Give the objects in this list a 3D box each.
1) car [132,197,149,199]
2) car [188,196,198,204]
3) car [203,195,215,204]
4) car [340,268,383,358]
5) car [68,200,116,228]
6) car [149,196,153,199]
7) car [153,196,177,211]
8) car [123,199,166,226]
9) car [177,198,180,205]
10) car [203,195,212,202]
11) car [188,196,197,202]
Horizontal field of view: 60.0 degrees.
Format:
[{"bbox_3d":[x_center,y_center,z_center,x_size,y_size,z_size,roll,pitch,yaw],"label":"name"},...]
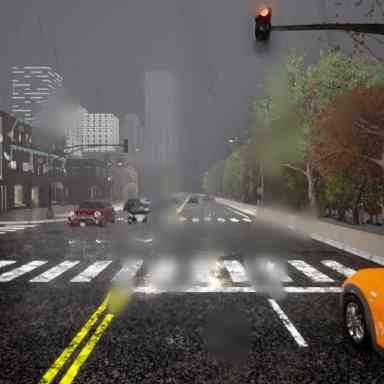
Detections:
[{"bbox_3d":[-6.514,1.465,37.817,1.882,1.535,5.008,0,0,0],"label":"car"},{"bbox_3d":[0.248,1.523,64.421,2.033,1.411,5.357,0,0,1],"label":"car"},{"bbox_3d":[3.498,1.467,64.696,2.128,1.511,4.902,0,0,0],"label":"car"},{"bbox_3d":[3.359,1.351,3.381,2.097,1.767,4.553,0,0,0],"label":"car"},{"bbox_3d":[-6.551,1.345,22.168,2.097,1.767,4.553,0,0,0],"label":"car"},{"bbox_3d":[-6.464,1.457,55.091,1.882,1.535,5.008,0,0,0],"label":"car"},{"bbox_3d":[-3.257,1.464,40.701,1.882,1.535,5.008,0,0,0],"label":"car"},{"bbox_3d":[-3.297,1.487,23.527,2.128,1.511,4.902,0,0,0],"label":"car"},{"bbox_3d":[-3.198,1.542,58.044,1.994,1.385,4.181,0,0,0],"label":"car"},{"bbox_3d":[3.427,1.447,74.861,1.882,1.535,5.008,0,0,0],"label":"car"},{"bbox_3d":[0.177,1.565,74.914,1.895,1.301,4.718,0,0,0],"label":"car"}]
